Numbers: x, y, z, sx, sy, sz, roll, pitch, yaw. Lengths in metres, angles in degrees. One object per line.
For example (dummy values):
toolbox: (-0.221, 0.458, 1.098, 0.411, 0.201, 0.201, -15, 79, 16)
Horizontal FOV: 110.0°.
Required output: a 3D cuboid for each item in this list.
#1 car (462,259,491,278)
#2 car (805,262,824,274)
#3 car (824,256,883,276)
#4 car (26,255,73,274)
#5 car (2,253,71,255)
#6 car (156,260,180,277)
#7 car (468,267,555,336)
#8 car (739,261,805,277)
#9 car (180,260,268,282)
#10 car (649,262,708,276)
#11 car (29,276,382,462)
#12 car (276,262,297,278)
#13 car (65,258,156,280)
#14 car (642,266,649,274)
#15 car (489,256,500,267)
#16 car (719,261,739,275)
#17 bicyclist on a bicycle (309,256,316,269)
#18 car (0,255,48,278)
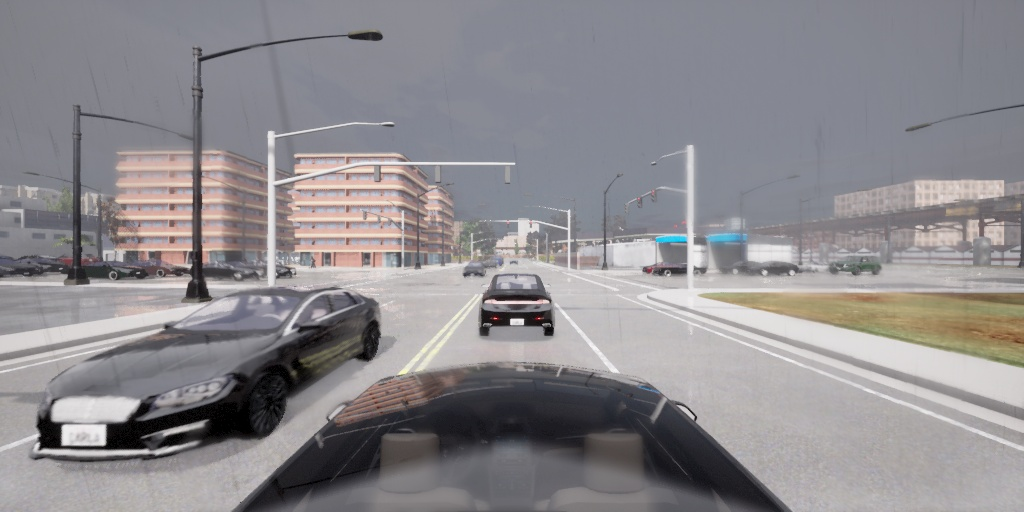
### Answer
car: (-3.435, 1.265, 33.681, 2.033, 1.411, 5.357, 0, 0, 0)
car: (34.884, 1.351, 41.006, 4.718, 1.301, 1.895, 0, 0, -19)
car: (36.327, 0.971, 37.836, 5.566, 2.045, 2.150, 0, 0, -19)
car: (-40.295, 0.868, 30.478, 4.181, 1.385, 1.994, 1, 0, 1)
car: (-50.378, 0.628, 37.870, 4.892, 1.490, 1.837, 1, 0, 2)
car: (-30.404, 1.025, 30.227, 5.357, 1.411, 2.033, 1, 0, 1)
car: (0.121, 1.242, 10.320, 2.128, 1.511, 4.902, 0, 0, 0)
car: (25.913, 1.255, 35.781, 4.892, 1.490, 1.837, 0, 0, -5)
car: (-20.950, 1.109, 26.485, 4.902, 1.511, 2.128, 1, 0, 1)
car: (16.634, 1.351, 35.629, 4.718, 1.301, 1.895, 0, 0, 0)
car: (-3.582, 1.241, 5.463, 2.128, 1.511, 4.902, 0, 0, 0)
car: (-20.661, 1.109, 29.976, 4.902, 1.511, 2.128, 1, 0, 1)
car: (-29.790, 1.054, 26.708, 4.181, 1.385, 1.994, 1, 0, 1)
car: (16.474, 1.314, 39.157, 4.181, 1.385, 1.994, 0, 0, 1)
car: (-3.318, 1.251, 56.754, 1.837, 1.490, 4.892, 0, 1, 0)
car: (25.218, 1.255, 39.234, 4.892, 1.490, 1.837, 0, 0, -5)
bicyclist on a bicycle: (-25.928, 0.844, 46.605, 0.582, 1.620, 1.656, 1, 0, 1)
car: (-39.043, 0.875, 26.943, 5.357, 1.411, 2.033, 1, 0, 1)
